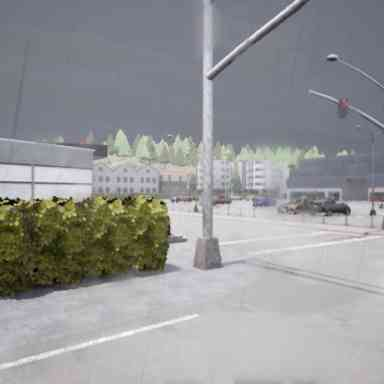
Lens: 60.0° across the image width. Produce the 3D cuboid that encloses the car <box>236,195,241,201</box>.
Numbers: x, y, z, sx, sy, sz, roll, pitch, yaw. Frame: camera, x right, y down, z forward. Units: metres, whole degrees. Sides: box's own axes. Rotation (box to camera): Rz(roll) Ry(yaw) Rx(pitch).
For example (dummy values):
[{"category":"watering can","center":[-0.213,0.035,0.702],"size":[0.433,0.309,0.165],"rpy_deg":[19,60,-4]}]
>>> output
[{"category":"car","center":[10.041,1.360,78.268],"size":[3.806,1.475,1.970],"rpy_deg":[0,0,-35]}]

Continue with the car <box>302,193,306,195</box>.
[{"category":"car","center":[21.331,1.205,62.719],"size":[3.866,1.878,1.905],"rpy_deg":[0,0,-35]}]

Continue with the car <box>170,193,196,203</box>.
[{"category":"car","center":[-2.049,1.185,65.793],"size":[4.605,1.855,1.932],"rpy_deg":[0,0,-35]}]

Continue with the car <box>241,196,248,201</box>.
[{"category":"car","center":[13.989,1.282,73.198],"size":[5.027,1.636,2.152],"rpy_deg":[0,0,-35]}]

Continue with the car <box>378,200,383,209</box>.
[{"category":"car","center":[26.099,1.495,43.460],"size":[3.806,1.475,1.970],"rpy_deg":[0,0,-35]}]

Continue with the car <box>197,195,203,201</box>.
[{"category":"car","center":[2.166,1.409,77.222],"size":[4.514,1.523,2.007],"rpy_deg":[0,0,-35]}]

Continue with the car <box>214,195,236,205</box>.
[{"category":"car","center":[4.516,1.383,55.183],"size":[4.514,1.523,2.007],"rpy_deg":[0,0,-35]}]

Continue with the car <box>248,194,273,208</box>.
[{"category":"car","center":[10.215,1.404,46.975],"size":[3.633,1.501,1.845],"rpy_deg":[0,0,-35]}]

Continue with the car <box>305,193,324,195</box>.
[{"category":"car","center":[23.336,1.226,60.576],"size":[4.605,1.855,1.932],"rpy_deg":[0,0,-35]}]

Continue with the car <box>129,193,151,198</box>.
[{"category":"car","center":[-8.972,1.428,60.896],"size":[3.806,1.475,1.970],"rpy_deg":[0,0,-35]}]

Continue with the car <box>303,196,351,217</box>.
[{"category":"car","center":[12.571,1.406,30.331],"size":[4.514,1.523,2.007],"rpy_deg":[0,0,-35]}]

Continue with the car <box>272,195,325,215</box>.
[{"category":"car","center":[10.728,1.397,32.870],"size":[5.027,1.636,2.152],"rpy_deg":[0,0,-35]}]
